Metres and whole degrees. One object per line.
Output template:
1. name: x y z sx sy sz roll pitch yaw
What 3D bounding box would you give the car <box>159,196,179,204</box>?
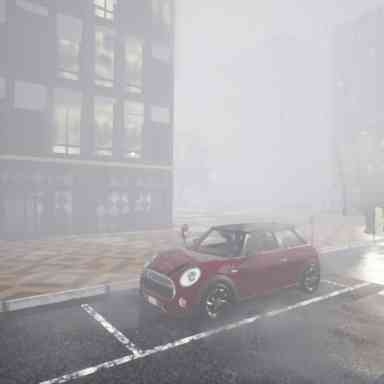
1. car: -5.224 1.722 74.592 2.192 1.841 5.009 1 -1 -35

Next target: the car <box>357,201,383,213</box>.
1. car: 20.992 1.727 37.567 1.947 1.339 4.313 1 -1 -35

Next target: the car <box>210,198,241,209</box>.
1. car: 4.319 1.676 46.612 2.008 1.369 4.403 1 -1 -35

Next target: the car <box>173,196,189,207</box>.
1. car: -2.235 1.731 55.868 1.887 1.381 4.507 1 -1 -35

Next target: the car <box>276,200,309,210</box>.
1. car: 14.438 1.804 46.822 1.802 1.307 4.206 1 -1 -35

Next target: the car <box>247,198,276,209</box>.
1. car: 11.161 1.797 51.451 1.887 1.381 4.507 1 -1 -35

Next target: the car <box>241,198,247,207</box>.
1. car: 7.884 1.723 56.079 1.967 1.590 4.097 1 -1 -35

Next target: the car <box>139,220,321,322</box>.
1. car: 0.905 1.441 7.195 4.097 1.590 1.967 0 1 -36
